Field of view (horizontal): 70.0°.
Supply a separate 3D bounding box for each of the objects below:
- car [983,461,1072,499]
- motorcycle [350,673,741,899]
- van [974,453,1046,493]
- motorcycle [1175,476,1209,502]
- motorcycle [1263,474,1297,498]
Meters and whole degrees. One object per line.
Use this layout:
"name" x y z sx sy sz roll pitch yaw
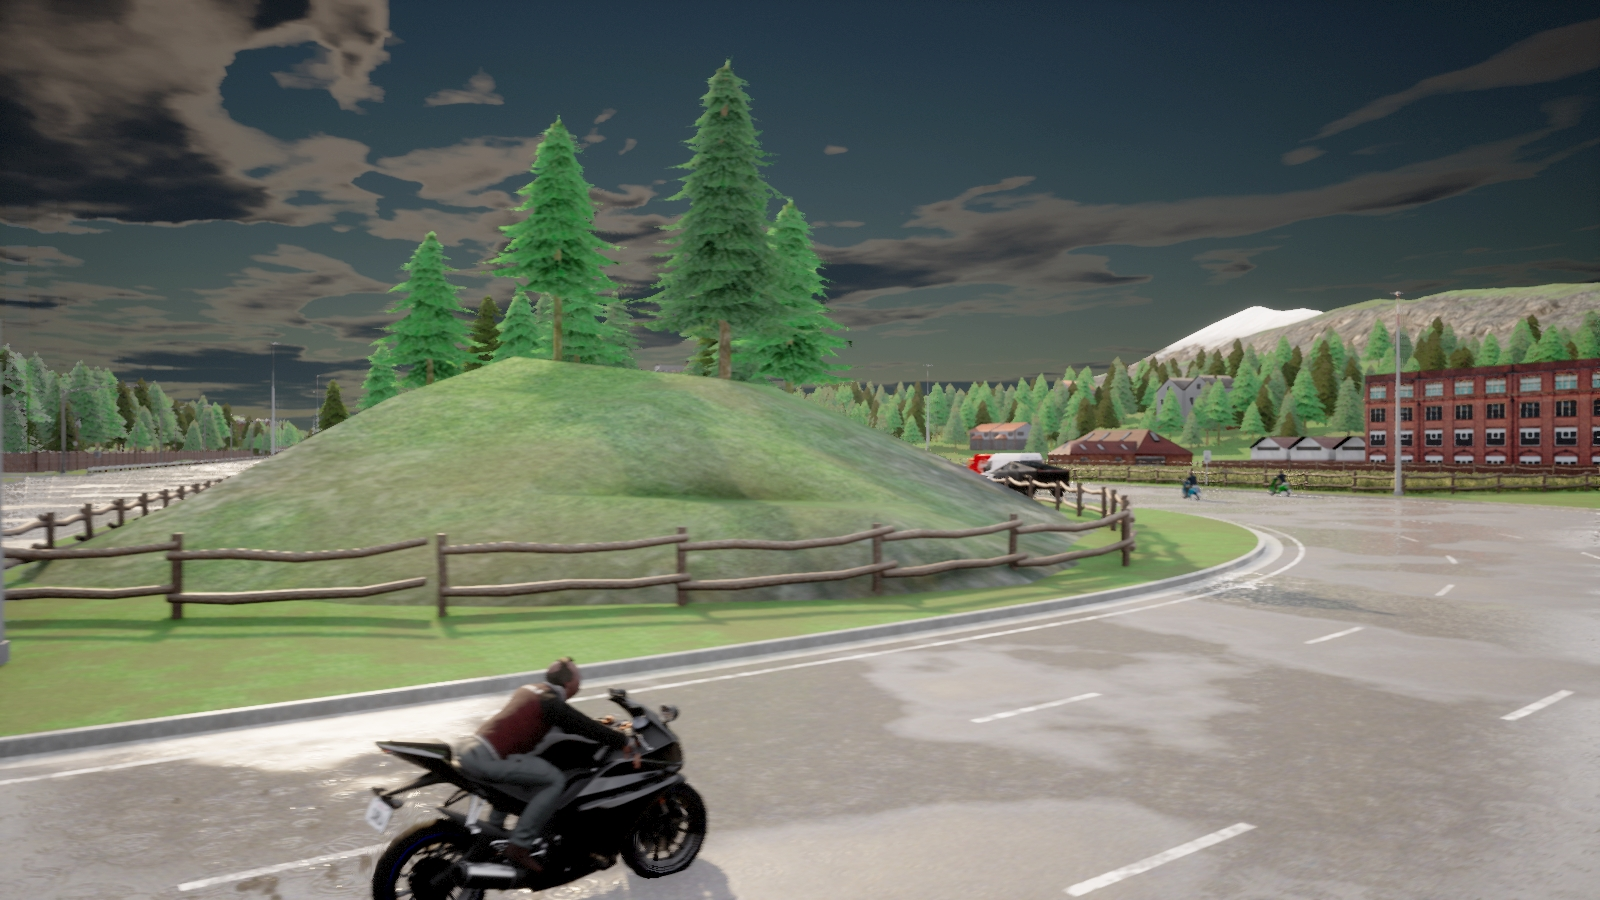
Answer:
"car" 13.384 1.732 67.665 2.390 2.098 6.274 0 0 -19
"motorcycle" -1.525 2.204 7.099 2.209 1.251 0.867 0 -1 -38
"van" 14.022 1.511 76.624 1.988 2.561 5.915 0 0 -20
"motorcycle" 21.468 2.116 62.607 0.856 1.316 1.805 -4 1 -12
"motorcycle" 28.387 2.111 67.535 0.856 1.316 1.805 -1 0 -19
